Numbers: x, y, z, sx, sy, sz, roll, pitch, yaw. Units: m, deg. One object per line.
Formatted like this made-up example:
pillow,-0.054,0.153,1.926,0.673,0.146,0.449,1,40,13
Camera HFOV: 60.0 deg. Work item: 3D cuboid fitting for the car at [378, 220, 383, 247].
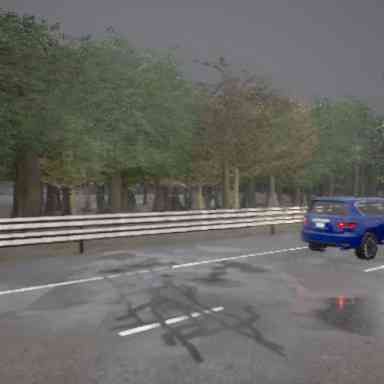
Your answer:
car,7.107,1.498,8.666,4.892,1.490,1.837,0,0,-34

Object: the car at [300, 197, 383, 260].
car,6.510,1.203,12.569,5.566,2.045,2.150,0,0,-33
